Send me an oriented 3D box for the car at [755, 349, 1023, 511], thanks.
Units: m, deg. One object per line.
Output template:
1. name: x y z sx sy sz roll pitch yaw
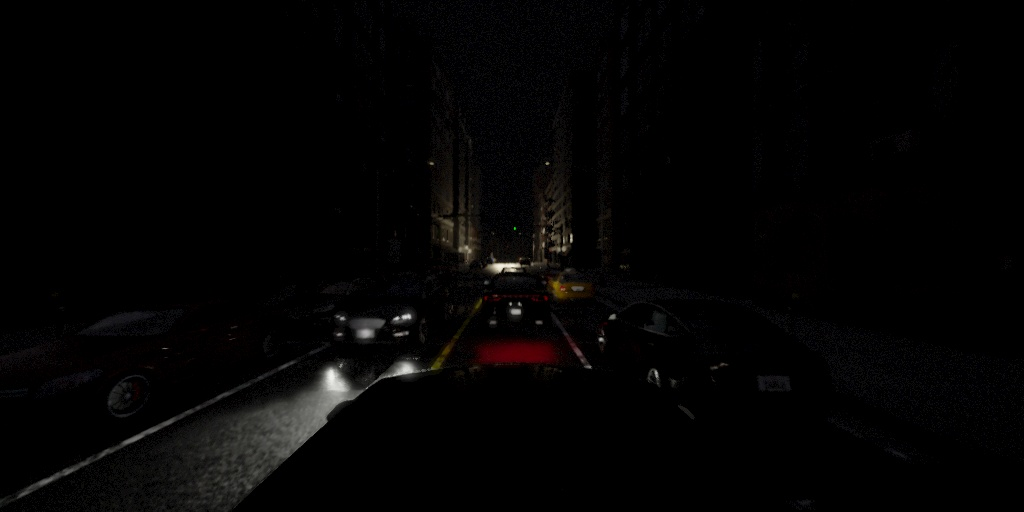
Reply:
1. car: 2.636 1.315 0.269 1.948 1.339 4.313 0 0 0

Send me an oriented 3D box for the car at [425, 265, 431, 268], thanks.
1. car: -5.382 1.299 16.521 2.007 1.370 4.403 0 0 0

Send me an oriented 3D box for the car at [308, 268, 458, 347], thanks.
1. car: -2.842 1.242 9.402 2.128 1.511 4.902 0 0 0

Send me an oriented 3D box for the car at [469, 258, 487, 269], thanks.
1. car: -5.367 1.284 53.810 2.007 1.370 4.403 0 0 0

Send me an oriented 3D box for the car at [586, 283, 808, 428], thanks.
1. car: 2.638 1.316 5.683 1.948 1.339 4.313 0 0 0

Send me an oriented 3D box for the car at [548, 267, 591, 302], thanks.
1. car: 2.643 1.273 16.679 1.751 1.417 4.829 0 0 0

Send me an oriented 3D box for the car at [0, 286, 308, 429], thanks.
1. car: -5.387 1.332 5.695 1.802 1.307 4.207 0 0 0

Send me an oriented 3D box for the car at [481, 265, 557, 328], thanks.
1. car: 0.107 1.227 11.394 1.882 1.535 5.008 0 0 0

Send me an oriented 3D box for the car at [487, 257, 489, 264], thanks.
1. car: -5.365 1.276 59.264 1.888 1.381 4.507 0 0 0

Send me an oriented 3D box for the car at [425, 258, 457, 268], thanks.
1. car: -5.378 1.059 27.346 2.192 1.841 5.009 0 0 0

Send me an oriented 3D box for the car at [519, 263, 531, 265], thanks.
1. car: 0.114 1.346 22.986 1.895 1.301 4.718 0 0 0
